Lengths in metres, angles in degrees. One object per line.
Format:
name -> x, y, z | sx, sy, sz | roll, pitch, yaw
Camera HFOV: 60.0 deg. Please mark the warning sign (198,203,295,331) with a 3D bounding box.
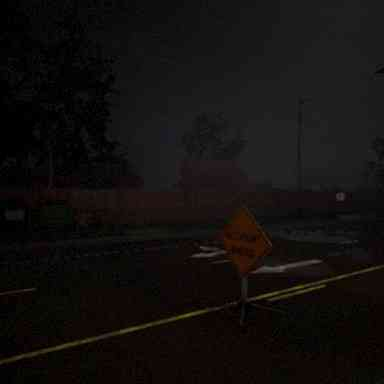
warning sign -> 0.920, 1.153, 5.816 | 1.060, 1.860, 1.300 | 1, 0, -36
